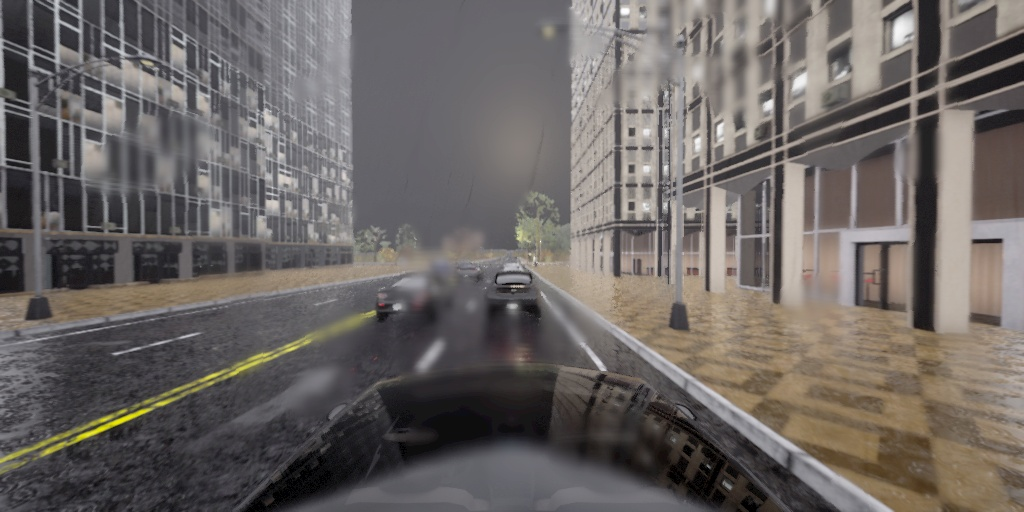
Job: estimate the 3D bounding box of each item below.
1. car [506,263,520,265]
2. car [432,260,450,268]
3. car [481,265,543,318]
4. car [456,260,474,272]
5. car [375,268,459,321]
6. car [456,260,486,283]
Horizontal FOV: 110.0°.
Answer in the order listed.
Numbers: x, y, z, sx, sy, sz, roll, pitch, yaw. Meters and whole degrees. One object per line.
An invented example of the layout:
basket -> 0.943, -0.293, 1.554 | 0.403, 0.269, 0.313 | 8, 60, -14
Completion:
car -> 0.077, 1.314, 28.968 | 1.812, 1.442, 4.674 | 0, 0, 0
car -> -9.824, 1.285, 49.901 | 1.882, 1.535, 5.008 | 0, 0, 0
car -> 0.072, 1.274, 13.130 | 1.837, 1.490, 4.892 | 0, 0, 0
car -> -6.574, 1.311, 50.212 | 1.837, 1.490, 4.892 | 0, 0, 0
car -> -3.181, 1.293, 12.401 | 1.812, 1.442, 4.674 | 0, 0, 0
car -> -3.177, 1.279, 28.040 | 2.128, 1.511, 4.902 | 0, 0, 0
